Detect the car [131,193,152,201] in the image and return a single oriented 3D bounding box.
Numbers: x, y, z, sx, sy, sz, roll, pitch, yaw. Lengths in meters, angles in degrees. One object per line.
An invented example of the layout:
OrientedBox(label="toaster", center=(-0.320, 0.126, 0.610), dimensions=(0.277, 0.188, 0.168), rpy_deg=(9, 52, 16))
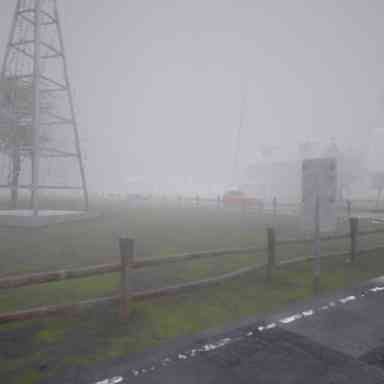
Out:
OrientedBox(label="car", center=(-9.022, 0.830, 58.530), dimensions=(2.033, 1.411, 5.357), rpy_deg=(1, 0, -35))

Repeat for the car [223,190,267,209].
OrientedBox(label="car", center=(5.813, 0.834, 37.461), dimensions=(2.150, 2.045, 5.566), rpy_deg=(1, 0, -35))
